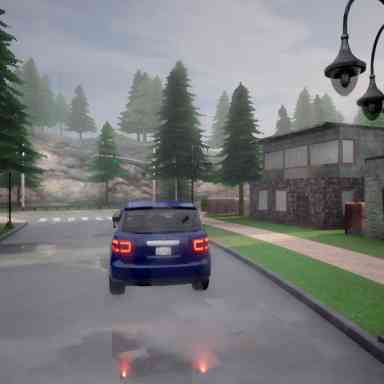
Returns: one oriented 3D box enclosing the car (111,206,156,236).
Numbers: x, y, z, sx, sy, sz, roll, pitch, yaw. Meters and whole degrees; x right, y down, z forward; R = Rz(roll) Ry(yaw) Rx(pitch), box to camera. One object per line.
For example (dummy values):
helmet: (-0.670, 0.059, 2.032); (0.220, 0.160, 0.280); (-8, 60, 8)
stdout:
car: (-3.543, 1.601, 19.456); (1.895, 1.301, 4.718); (0, 0, -18)

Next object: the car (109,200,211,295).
car: (-0.979, 1.221, 9.010); (2.150, 2.045, 5.566); (0, 0, -9)
